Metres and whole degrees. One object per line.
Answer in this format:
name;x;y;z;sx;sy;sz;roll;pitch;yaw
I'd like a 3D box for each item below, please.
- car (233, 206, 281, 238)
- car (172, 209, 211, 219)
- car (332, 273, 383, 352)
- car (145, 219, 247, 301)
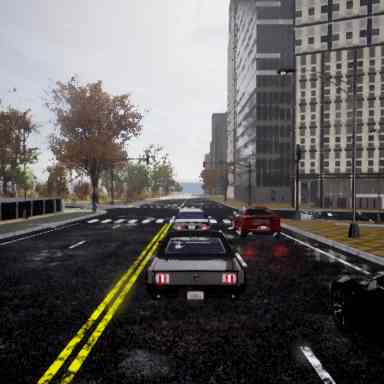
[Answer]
car;3.298;1.474;17.664;1.882;1.535;5.008;0;0;1
car;-0.016;1.544;16.519;2.033;1.411;5.357;0;0;0
car;3.344;1.501;3.749;2.163;1.488;4.792;0;0;0
car;0.071;1.598;8.279;1.895;1.301;4.718;0;0;0
